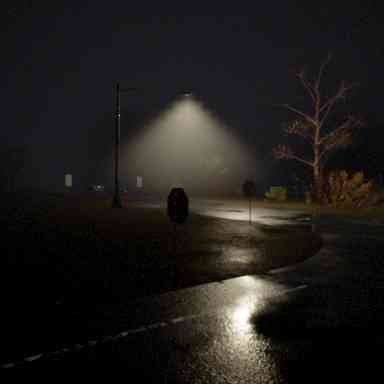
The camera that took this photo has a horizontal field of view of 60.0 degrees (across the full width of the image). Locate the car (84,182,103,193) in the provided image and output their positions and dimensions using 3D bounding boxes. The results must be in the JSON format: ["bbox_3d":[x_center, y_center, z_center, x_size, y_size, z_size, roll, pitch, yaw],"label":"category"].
[{"bbox_3d":[-17.668,-0.823,59.839,2.150,2.045,5.566,0,2,-36],"label":"car"}]

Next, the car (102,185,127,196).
[{"bbox_3d":[-11.855,-0.122,51.713,1.895,1.301,4.718,0,2,-36],"label":"car"}]
